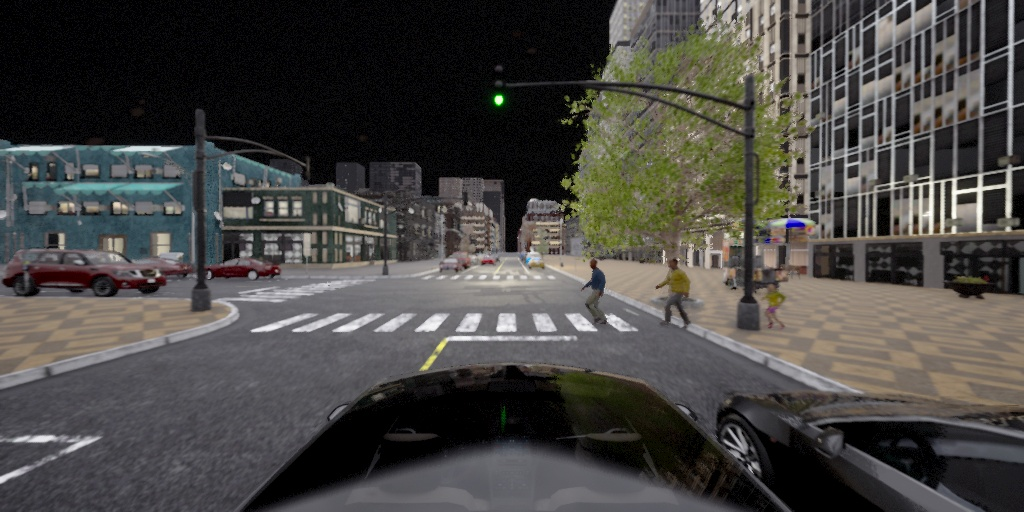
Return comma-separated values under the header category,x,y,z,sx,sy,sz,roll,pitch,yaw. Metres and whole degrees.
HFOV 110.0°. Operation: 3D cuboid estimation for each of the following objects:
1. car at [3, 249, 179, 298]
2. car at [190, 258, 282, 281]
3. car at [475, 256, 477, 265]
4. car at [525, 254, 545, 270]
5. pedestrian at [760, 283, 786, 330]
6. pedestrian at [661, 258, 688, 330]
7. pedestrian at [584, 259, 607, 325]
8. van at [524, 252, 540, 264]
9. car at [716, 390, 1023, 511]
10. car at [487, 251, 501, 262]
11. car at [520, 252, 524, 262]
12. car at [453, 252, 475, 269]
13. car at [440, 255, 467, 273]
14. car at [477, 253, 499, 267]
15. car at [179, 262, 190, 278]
category,x,y,z,sx,sy,sz,roll,pitch,yaw
car,-17.159,0.659,14.523,5.009,1.841,2.192,0,0,-1
car,-17.277,0.805,22.902,4.507,1.381,1.888,0,0,-1
car,-5.691,0.575,50.564,2.007,1.370,4.403,0,0,0
car,2.689,0.714,39.635,1.751,1.417,4.829,0,0,0
pedestrian,6.157,1.172,8.398,0.500,1.100,0.500,0,1,0
pedestrian,4.119,0.934,9.108,0.375,1.860,0.375,0,1,0
pedestrian,2.238,0.926,9.596,0.375,1.860,0.375,0,1,0
van,2.690,0.447,45.016,1.690,1.789,3.998,0,0,0
car,2.691,1.320,1.440,1.948,1.339,4.313,0,0,0
car,-3.035,0.348,62.695,1.837,1.490,4.892,0,1,1
car,2.689,0.492,56.117,2.007,1.370,4.403,0,0,0
car,-5.691,0.504,39.463,2.192,1.841,5.009,0,0,0
car,-5.690,0.853,33.912,1.802,1.307,4.207,0,0,0
car,-3.068,0.678,46.946,1.895,1.301,4.718,0,1,0
car,-22.822,0.775,22.823,4.207,1.307,1.802,0,0,-1
